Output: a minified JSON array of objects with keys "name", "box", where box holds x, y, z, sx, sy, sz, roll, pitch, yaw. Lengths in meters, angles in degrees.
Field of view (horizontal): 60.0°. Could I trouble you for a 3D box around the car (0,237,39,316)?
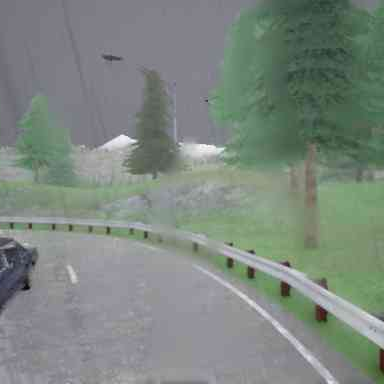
[{"name":"car","box":[-4.243,1.603,6.160,1.895,1.301,4.718,0,0,-15]}]
